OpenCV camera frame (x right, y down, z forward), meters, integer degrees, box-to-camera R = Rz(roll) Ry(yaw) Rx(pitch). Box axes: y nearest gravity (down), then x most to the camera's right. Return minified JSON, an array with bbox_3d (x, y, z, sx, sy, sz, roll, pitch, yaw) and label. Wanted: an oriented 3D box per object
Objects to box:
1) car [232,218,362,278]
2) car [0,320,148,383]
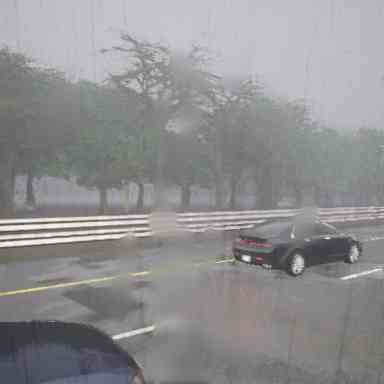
[{"bbox_3d":[3.452,1.585,10.512,4.892,1.490,1.837,1,0,-35],"label":"car"},{"bbox_3d":[-2.301,1.557,2.108,4.181,1.385,1.994,1,0,-35],"label":"car"}]
